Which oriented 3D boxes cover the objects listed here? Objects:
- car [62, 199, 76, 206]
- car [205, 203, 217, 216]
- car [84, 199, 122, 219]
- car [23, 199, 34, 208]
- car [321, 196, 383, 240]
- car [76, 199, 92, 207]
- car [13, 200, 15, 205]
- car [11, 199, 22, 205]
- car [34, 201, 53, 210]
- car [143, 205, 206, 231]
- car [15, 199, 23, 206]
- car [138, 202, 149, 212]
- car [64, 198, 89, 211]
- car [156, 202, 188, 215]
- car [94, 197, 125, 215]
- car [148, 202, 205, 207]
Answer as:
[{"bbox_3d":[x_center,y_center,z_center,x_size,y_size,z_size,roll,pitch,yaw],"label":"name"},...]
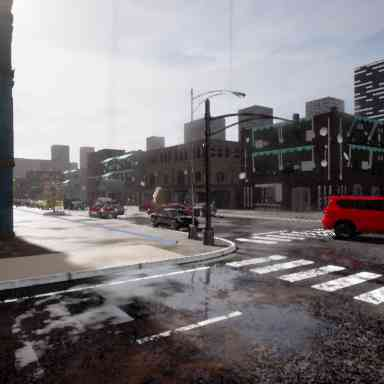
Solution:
[{"bbox_3d":[-28.014,2.364,75.486,1.947,1.339,4.313,-1,0,-35],"label":"car"},{"bbox_3d":[0.799,1.810,34.848,2.008,1.369,4.403,-2,0,-35],"label":"car"},{"bbox_3d":[-9.240,1.847,34.514,1.967,1.590,4.097,-1,0,-35],"label":"car"},{"bbox_3d":[-31.648,2.376,66.122,2.008,1.369,4.403,-1,0,-35],"label":"car"},{"bbox_3d":[9.012,1.221,15.520,5.566,2.045,2.150,0,0,38],"label":"car"},{"bbox_3d":[-21.611,2.228,66.455,1.887,1.381,4.507,-1,0,-35],"label":"car"},{"bbox_3d":[-41.252,2.548,79.668,2.008,1.369,4.403,-1,0,-35],"label":"car"},{"bbox_3d":[-44.454,2.598,84.182,1.887,1.381,4.507,-1,0,-35],"label":"car"},{"bbox_3d":[-25.147,2.233,56.952,1.752,1.417,4.829,-1,0,-35],"label":"car"},{"bbox_3d":[-1.310,1.815,23.124,1.947,1.339,4.313,-1,0,-35],"label":"car"},{"bbox_3d":[-38.053,2.380,75.152,1.967,1.590,4.097,-1,0,-35],"label":"car"},{"bbox_3d":[-5.603,1.966,43.878,1.802,1.307,4.206,-1,0,-35],"label":"car"},{"bbox_3d":[-18.603,1.928,52.385,2.150,2.045,5.566,-1,0,-35],"label":"car"},{"bbox_3d":[-2.402,1.904,39.364,1.802,1.307,4.206,-2,0,-35],"label":"car"},{"bbox_3d":[-9.676,1.781,39.638,2.097,1.767,4.553,-1,0,-35],"label":"car"},{"bbox_3d":[-1.419,1.745,27.978,1.882,1.535,5.008,-1,0,-35],"label":"car"}]
